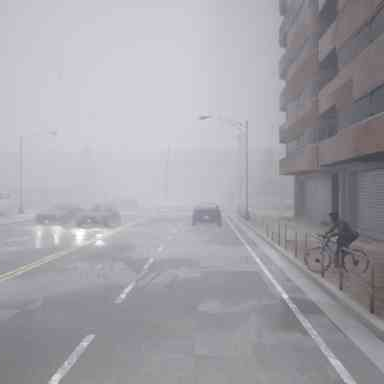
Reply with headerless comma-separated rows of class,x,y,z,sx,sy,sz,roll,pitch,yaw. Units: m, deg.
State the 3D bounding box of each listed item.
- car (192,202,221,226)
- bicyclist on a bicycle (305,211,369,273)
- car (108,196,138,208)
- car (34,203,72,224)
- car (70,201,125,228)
car,1.052,1.476,23.775,1.882,1.535,5.008,0,0,2
bicyclist on a bicycle,3.780,1.338,8.602,1.656,1.620,0.582,4,0,2
car,-9.974,1.340,47.114,4.553,1.767,2.097,0,0,27
car,-9.539,1.546,24.712,2.033,1.411,5.357,0,0,3
car,-6.166,1.563,22.223,1.994,1.385,4.181,0,0,3
